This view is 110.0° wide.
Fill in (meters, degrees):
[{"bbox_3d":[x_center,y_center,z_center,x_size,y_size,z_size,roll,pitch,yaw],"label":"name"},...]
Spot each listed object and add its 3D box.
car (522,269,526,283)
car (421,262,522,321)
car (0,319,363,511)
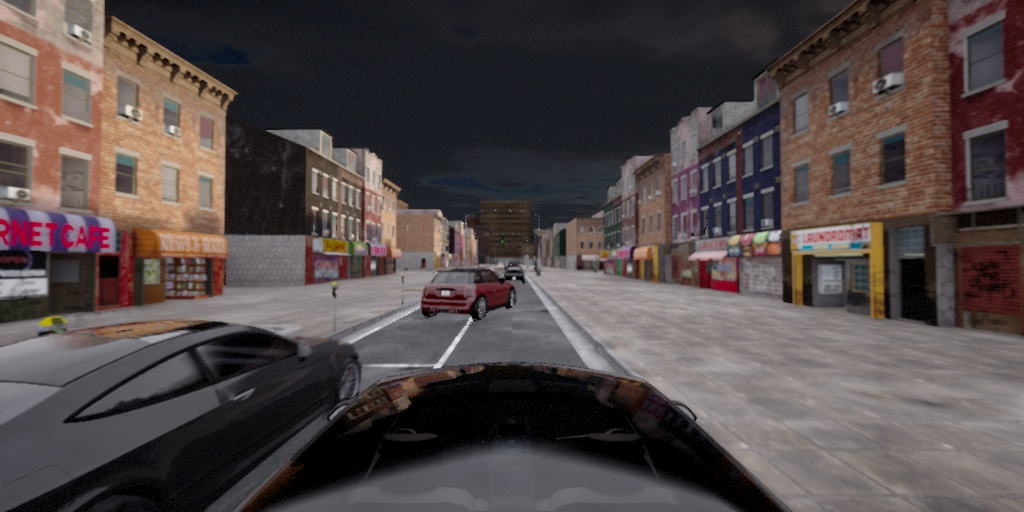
[{"bbox_3d":[0.191,1.603,32.227,1.837,1.490,4.892,0,0,0],"label":"car"},{"bbox_3d":[-1.417,1.225,13.391,2.097,1.767,4.553,0,-1,19],"label":"car"},{"bbox_3d":[-3.022,1.290,3.160,1.812,1.442,4.674,0,-1,0],"label":"car"}]
